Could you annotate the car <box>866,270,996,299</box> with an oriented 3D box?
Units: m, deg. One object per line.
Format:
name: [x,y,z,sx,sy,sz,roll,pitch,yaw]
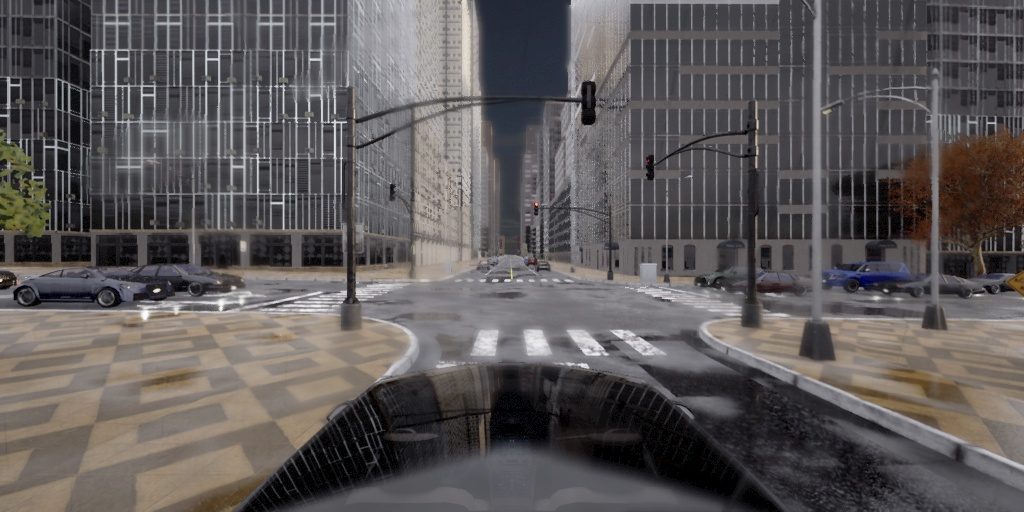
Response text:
car: [25.187,1.772,21.699,5.357,1.411,2.033,1,0,-3]

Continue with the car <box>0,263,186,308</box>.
car: [-15.079,1.061,13.122,4.181,1.385,1.994,1,0,-3]

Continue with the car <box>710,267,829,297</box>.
car: [15.128,1.592,21.230,5.357,1.411,2.033,1,0,-3]

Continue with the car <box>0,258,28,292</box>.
car: [-25.275,0.814,15.905,4.892,1.490,1.837,1,0,-3]

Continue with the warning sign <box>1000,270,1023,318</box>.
warning sign: [17.274,1.203,11.872,1.060,1.860,1.300,0,0,-3]

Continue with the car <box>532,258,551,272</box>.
car: [3.924,1.323,45.673,1.948,1.339,4.313,0,0,0]

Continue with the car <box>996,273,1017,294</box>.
car: [34.567,1.939,25.384,5.357,1.411,2.033,1,0,-3]

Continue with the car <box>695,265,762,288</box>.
car: [14.996,1.393,24.479,4.553,1.767,2.097,1,0,-3]

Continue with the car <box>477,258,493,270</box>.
car: [-4.030,1.335,51.165,1.802,1.307,4.207,0,0,0]

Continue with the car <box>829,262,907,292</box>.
car: [24.339,1.430,24.911,5.566,2.045,2.150,1,0,-3]

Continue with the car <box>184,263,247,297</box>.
car: [-15.353,1.038,16.397,5.357,1.411,2.033,1,0,0]
